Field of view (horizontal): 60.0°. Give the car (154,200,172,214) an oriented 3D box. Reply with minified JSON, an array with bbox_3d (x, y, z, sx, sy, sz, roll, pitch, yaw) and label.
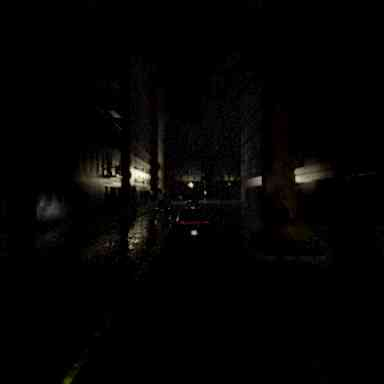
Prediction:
[{"bbox_3d":[-3.092,1.649,37.197,1.837,1.490,4.892,0,0,0],"label":"car"}]

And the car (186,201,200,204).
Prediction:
[{"bbox_3d":[0.100,1.689,36.531,2.033,1.411,5.357,0,0,0],"label":"car"}]

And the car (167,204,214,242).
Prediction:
[{"bbox_3d":[0.100,1.566,16.887,2.128,1.511,4.902,0,0,0],"label":"car"}]
